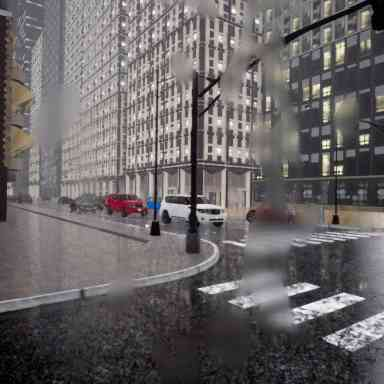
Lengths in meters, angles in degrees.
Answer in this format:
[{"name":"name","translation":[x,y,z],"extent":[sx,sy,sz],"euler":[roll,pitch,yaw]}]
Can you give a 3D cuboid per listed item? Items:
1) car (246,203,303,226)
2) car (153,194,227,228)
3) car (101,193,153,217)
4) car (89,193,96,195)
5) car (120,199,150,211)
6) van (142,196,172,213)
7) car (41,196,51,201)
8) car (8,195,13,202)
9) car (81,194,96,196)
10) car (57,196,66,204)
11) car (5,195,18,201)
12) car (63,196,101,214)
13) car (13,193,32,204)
[{"name":"car","translation":[5.784,1.505,23.956],"extent":[1.967,1.590,4.097],"euler":[1,-1,-35]},{"name":"car","translation":[-0.095,1.170,22.241],"extent":[2.150,2.045,5.566],"euler":[1,-1,-35]},{"name":"car","translation":[-6.069,1.155,30.649],"extent":[2.150,2.045,5.566],"euler":[1,-1,-35]},{"name":"car","translation":[-14.411,1.380,53.124],"extent":[2.097,1.767,4.553],"euler":[1,-1,-35]},{"name":"car","translation":[-7.301,1.584,42.376],"extent":[2.008,1.369,4.403],"euler":[1,-1,-35]},{"name":"van","translation":[-4.027,1.382,37.773],"extent":[1.690,1.788,3.998],"euler":[1,-1,-35]},{"name":"car","translation":[-36.738,1.570,83.824],"extent":[1.802,1.307,4.206],"euler":[1,-1,-35]},{"name":"car","translation":[-37.027,1.396,69.763],"extent":[1.947,1.339,4.313],"euler":[1,-1,-35]},{"name":"car","translation":[-17.082,1.445,51.676],"extent":[1.882,1.535,5.008],"euler":[1,-1,-35]},{"name":"car","translation":[-22.490,1.484,59.284],"extent":[1.812,1.442,4.674],"euler":[1,-1,-35]},{"name":"car","translation":[-40.297,1.377,74.368],"extent":[2.008,1.369,4.403],"euler":[1,-1,-35]},{"name":"car","translation":[-10.862,1.427,32.920],"extent":[2.008,1.369,4.403],"euler":[1,-1,-35]},{"name":"car","translation":[-30.482,1.155,60.554],"extent":[2.192,1.841,5.009],"euler":[1,-1,-35]}]
